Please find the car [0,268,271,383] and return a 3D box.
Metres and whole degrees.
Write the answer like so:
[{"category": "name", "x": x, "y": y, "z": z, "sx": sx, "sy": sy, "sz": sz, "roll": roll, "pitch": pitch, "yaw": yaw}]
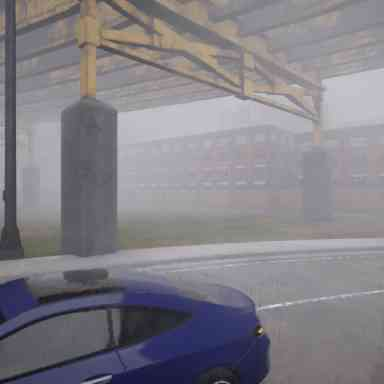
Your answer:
[{"category": "car", "x": -1.361, "y": 1.526, "z": 2.973, "sx": 4.674, "sy": 1.442, "sz": 1.812, "roll": 0, "pitch": 0, "yaw": -31}]
